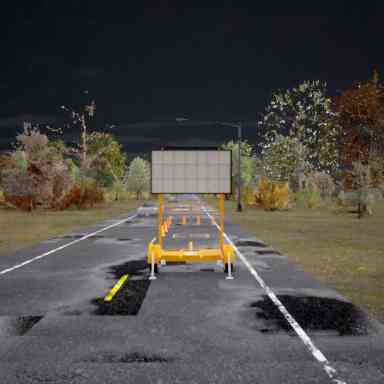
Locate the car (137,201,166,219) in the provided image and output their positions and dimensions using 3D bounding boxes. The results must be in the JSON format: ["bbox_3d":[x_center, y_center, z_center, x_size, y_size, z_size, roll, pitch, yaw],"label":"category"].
[{"bbox_3d":[-3.677,1.600,29.665,1.895,1.301,4.718,0,0,0],"label":"car"}]

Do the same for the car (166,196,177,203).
[{"bbox_3d":[-3.657,1.529,60.558,1.812,1.442,4.674,0,0,0],"label":"car"}]

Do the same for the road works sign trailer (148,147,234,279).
[{"bbox_3d":[-0.026,0.464,9.993,2.380,3.560,2.880,0,0,0],"label":"road works sign trailer"}]
